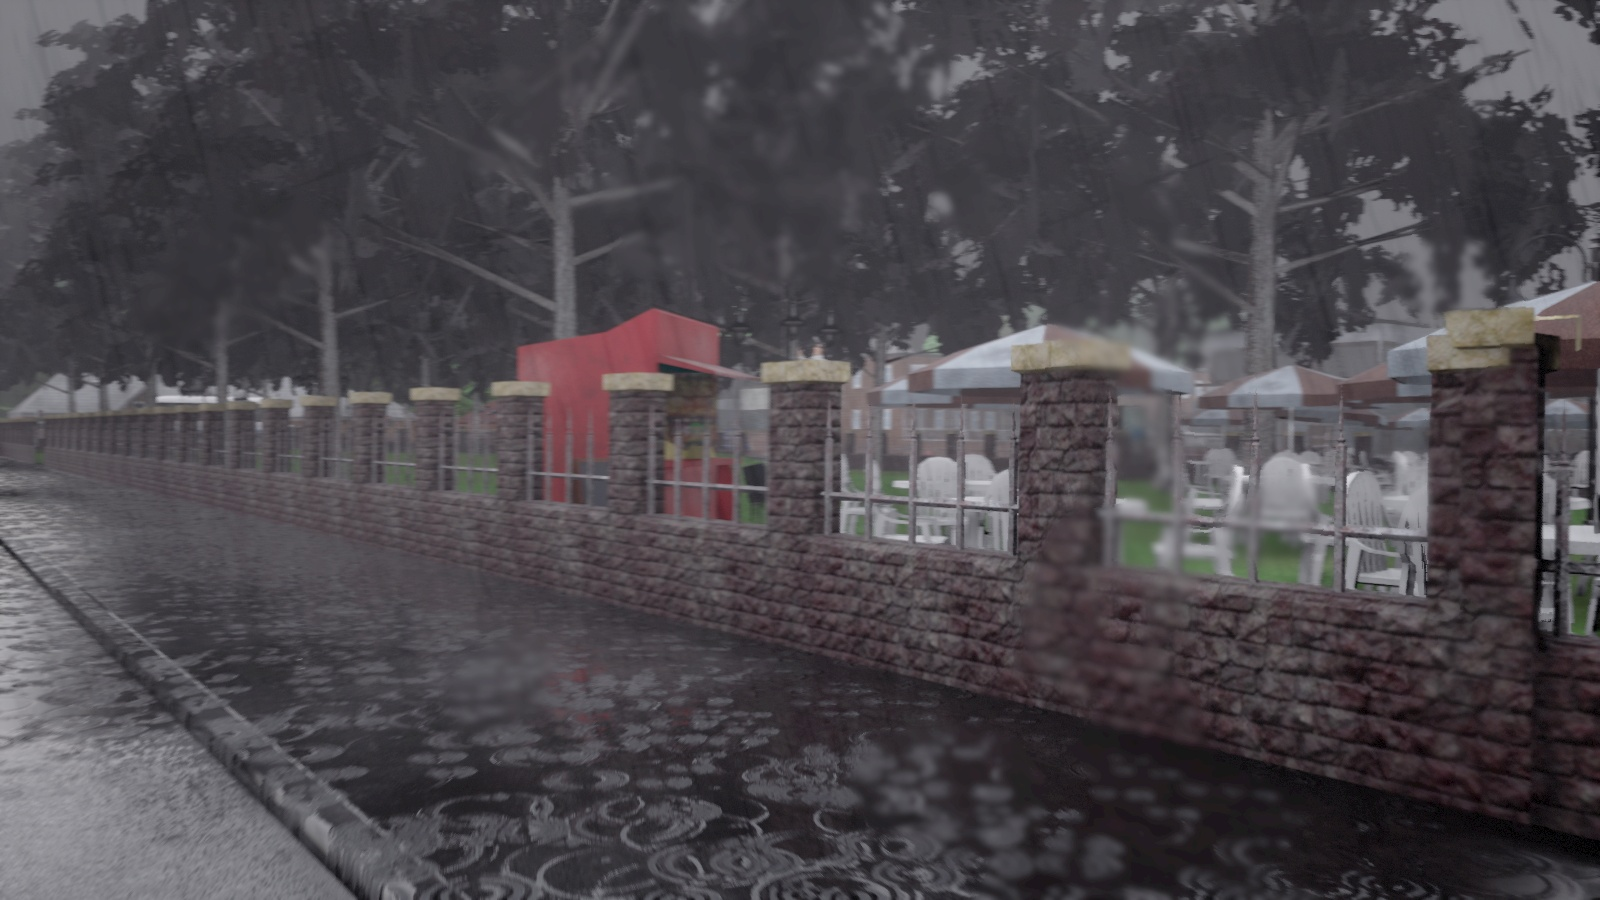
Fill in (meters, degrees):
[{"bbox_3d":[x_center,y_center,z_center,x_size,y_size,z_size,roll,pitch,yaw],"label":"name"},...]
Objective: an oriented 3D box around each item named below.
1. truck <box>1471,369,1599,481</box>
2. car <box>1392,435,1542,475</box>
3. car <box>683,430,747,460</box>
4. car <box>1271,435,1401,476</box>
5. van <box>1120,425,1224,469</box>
[{"bbox_3d":[25.930,-0.774,39.597,2.891,3.462,7.936,-1,1,-40],"label":"truck"},{"bbox_3d":[25.179,0.164,47.534,1.812,1.442,4.674,-1,1,-36],"label":"car"},{"bbox_3d":[-6.094,-0.355,89.572,2.150,2.045,5.566,-1,0,-32],"label":"car"},{"bbox_3d":[20.213,0.182,47.516,1.816,1.474,4.193,-1,1,-37],"label":"car"},{"bbox_3d":[17.223,-0.161,58.280,1.775,1.987,4.442,-1,1,-36],"label":"van"}]
